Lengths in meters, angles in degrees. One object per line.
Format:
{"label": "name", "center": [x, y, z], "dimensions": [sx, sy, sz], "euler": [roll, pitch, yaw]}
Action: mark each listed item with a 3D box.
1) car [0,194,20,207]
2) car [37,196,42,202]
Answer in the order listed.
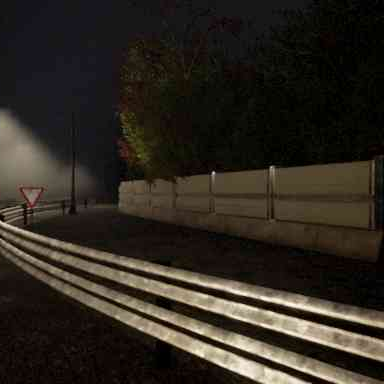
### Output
{"label": "car", "center": [-27.203, 1.467, 49.643], "dimensions": [1.837, 1.490, 4.892], "euler": [0, 0, -11]}
{"label": "car", "center": [-35.408, 1.454, 76.166], "dimensions": [1.882, 1.535, 5.008], "euler": [0, 0, -25]}
